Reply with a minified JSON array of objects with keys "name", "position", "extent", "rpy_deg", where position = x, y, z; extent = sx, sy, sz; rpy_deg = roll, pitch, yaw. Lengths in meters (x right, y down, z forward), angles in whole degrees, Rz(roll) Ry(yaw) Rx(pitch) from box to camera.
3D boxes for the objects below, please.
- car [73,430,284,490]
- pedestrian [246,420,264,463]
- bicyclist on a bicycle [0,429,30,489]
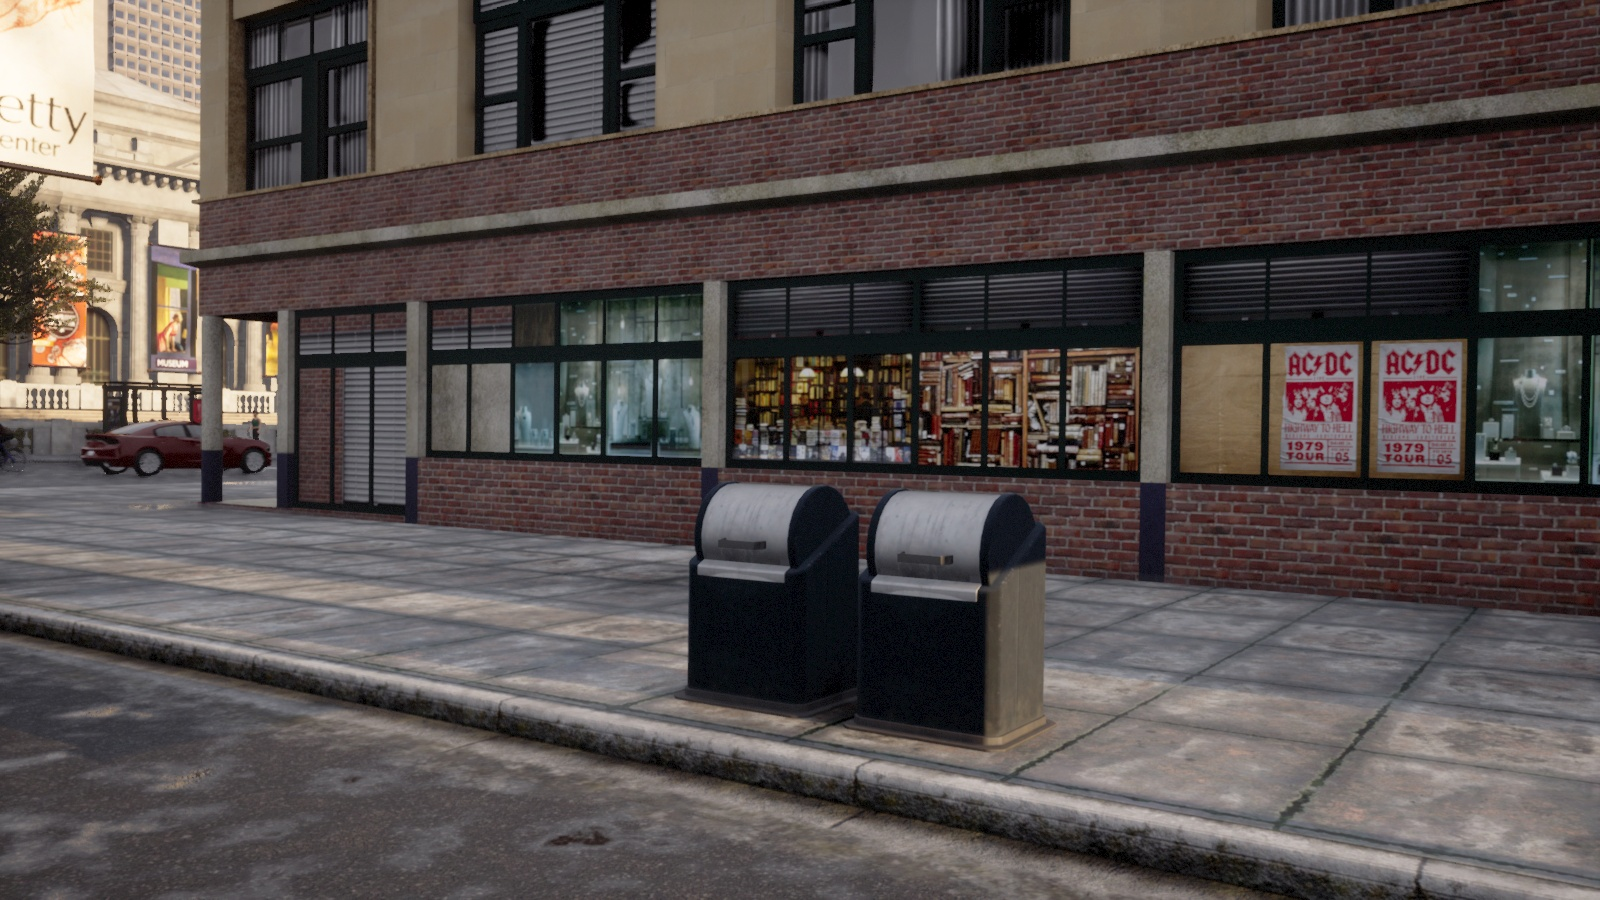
[{"name":"car","position":[-17.224,0.231,35.073],"extent":[1.882,1.535,5.008],"rpy_deg":[0,1,34]},{"name":"pedestrian","position":[-23.102,-0.355,53.265],"extent":[0.345,1.836,0.594],"rpy_deg":[0,1,27]},{"name":"bicyclist on a bicycle","position":[-22.010,0.244,34.217],"extent":[0.582,1.620,1.656],"rpy_deg":[0,1,34]}]
